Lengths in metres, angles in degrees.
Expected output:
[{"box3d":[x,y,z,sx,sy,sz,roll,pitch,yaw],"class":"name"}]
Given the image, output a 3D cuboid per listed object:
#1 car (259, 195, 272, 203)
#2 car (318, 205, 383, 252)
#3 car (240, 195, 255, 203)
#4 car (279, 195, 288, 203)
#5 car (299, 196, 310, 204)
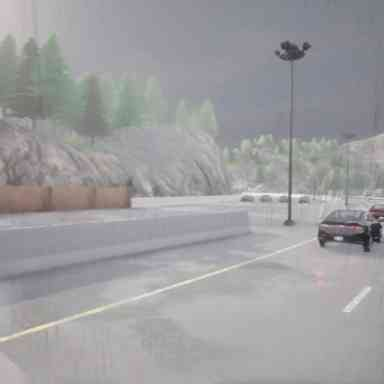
[{"box3d":[14.149,1.321,63.594,1.837,1.490,4.892,1,1,22],"class":"car"},{"box3d":[6.825,1.495,14.159,2.128,1.511,4.902,1,1,36],"class":"car"},{"box3d":[10.905,1.306,64.844,2.033,1.411,5.357,1,0,22],"class":"car"},{"box3d":[17.408,1.373,62.324,1.837,1.490,4.892,1,1,22],"class":"car"},{"box3d":[20.634,1.461,60.920,2.033,1.411,5.357,1,0,22],"class":"car"}]
